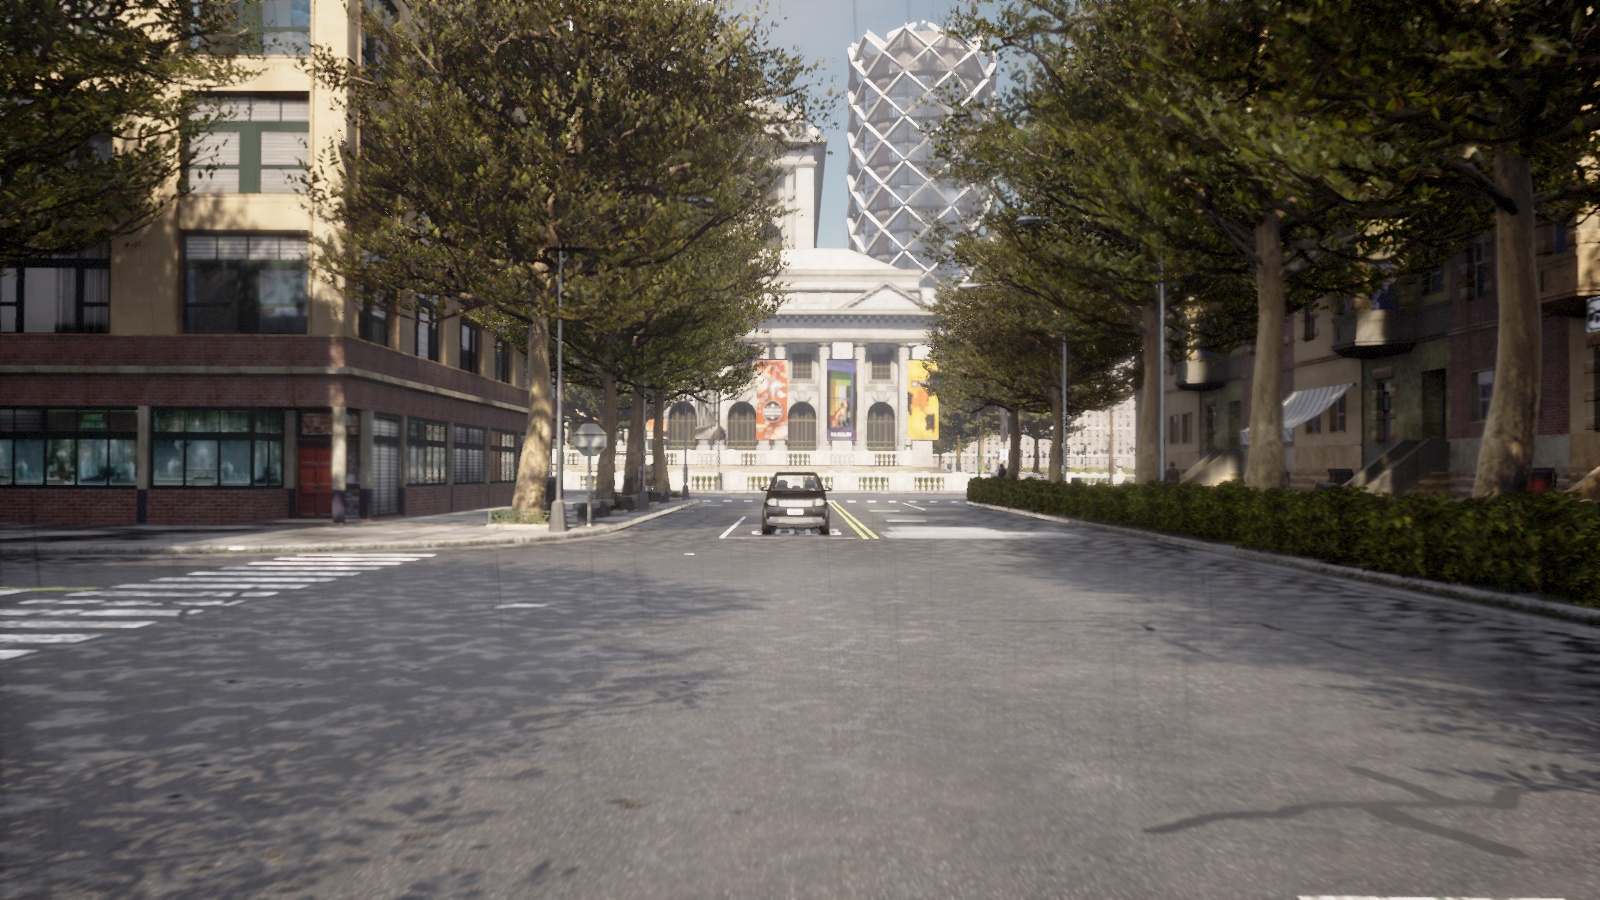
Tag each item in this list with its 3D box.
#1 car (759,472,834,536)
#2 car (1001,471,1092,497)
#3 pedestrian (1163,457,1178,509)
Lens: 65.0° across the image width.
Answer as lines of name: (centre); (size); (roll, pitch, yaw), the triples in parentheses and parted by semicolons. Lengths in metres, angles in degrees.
car: (-0.087, 1.332, 32.159); (1.789, 1.549, 3.705); (0, -1, 0)
car: (14.272, 1.978, 72.905); (4.792, 1.488, 2.163); (0, -1, -4)
pedestrian: (13.360, 1.176, 45.287); (0.331, 1.846, 0.634); (0, -1, 0)
